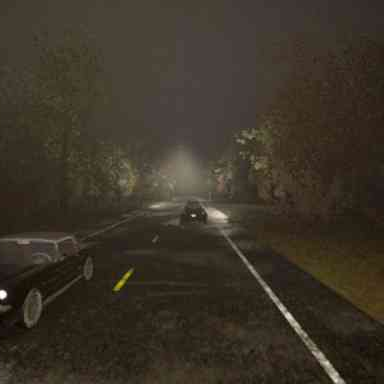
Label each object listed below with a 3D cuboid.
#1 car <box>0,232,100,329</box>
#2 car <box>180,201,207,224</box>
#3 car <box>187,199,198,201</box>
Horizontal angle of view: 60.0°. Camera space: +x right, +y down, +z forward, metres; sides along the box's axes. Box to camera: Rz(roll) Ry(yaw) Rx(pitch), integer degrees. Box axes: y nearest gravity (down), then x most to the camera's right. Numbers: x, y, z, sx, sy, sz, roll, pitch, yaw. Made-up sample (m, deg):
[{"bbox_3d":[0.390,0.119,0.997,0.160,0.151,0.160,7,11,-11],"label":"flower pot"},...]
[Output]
[{"bbox_3d":[-3.521,1.608,7.080,1.895,1.301,4.718,0,0,0],"label":"car"},{"bbox_3d":[0.097,1.590,24.993,1.994,1.385,4.181,0,0,0],"label":"car"},{"bbox_3d":[0.095,1.653,50.326,1.895,1.301,4.718,0,0,0],"label":"car"}]
